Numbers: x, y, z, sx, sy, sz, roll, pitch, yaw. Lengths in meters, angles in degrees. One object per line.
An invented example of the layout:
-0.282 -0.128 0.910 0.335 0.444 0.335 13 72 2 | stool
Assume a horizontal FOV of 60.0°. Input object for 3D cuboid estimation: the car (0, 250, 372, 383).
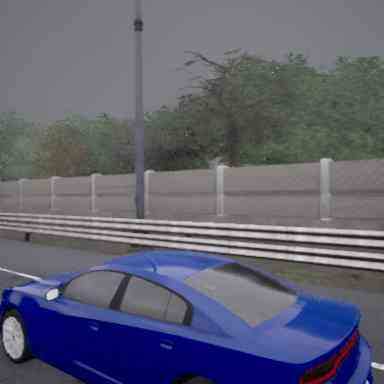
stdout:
-0.552 1.512 4.267 5.008 1.535 1.882 -1 -1 36 | car
